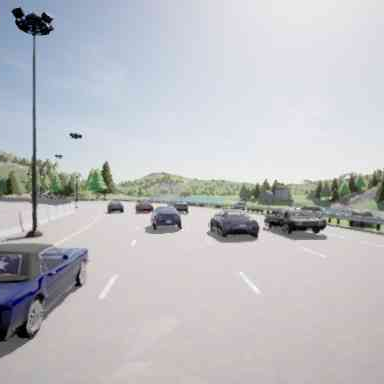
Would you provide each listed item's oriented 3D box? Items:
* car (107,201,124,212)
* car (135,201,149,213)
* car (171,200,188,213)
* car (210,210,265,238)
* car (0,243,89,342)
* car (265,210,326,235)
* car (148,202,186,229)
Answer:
[{"bbox_3d":[-10.084,1.893,43.610,1.994,1.385,4.181,0,0,-17],"label":"car"},{"bbox_3d":[-6.159,1.864,42.565,1.994,1.385,4.181,0,0,-16],"label":"car"},{"bbox_3d":[-1.768,1.749,39.746,2.128,1.511,4.902,0,0,-15],"label":"car"},{"bbox_3d":[2.248,1.667,18.592,1.994,1.385,4.181,0,0,-8],"label":"car"},{"bbox_3d":[-3.466,1.662,6.570,1.895,1.301,4.718,0,0,-4],"label":"car"},{"bbox_3d":[5.861,1.689,19.588,1.895,1.301,4.718,0,0,-7],"label":"car"},{"bbox_3d":[-1.820,1.678,22.808,1.812,1.442,4.674,0,0,-9],"label":"car"}]
